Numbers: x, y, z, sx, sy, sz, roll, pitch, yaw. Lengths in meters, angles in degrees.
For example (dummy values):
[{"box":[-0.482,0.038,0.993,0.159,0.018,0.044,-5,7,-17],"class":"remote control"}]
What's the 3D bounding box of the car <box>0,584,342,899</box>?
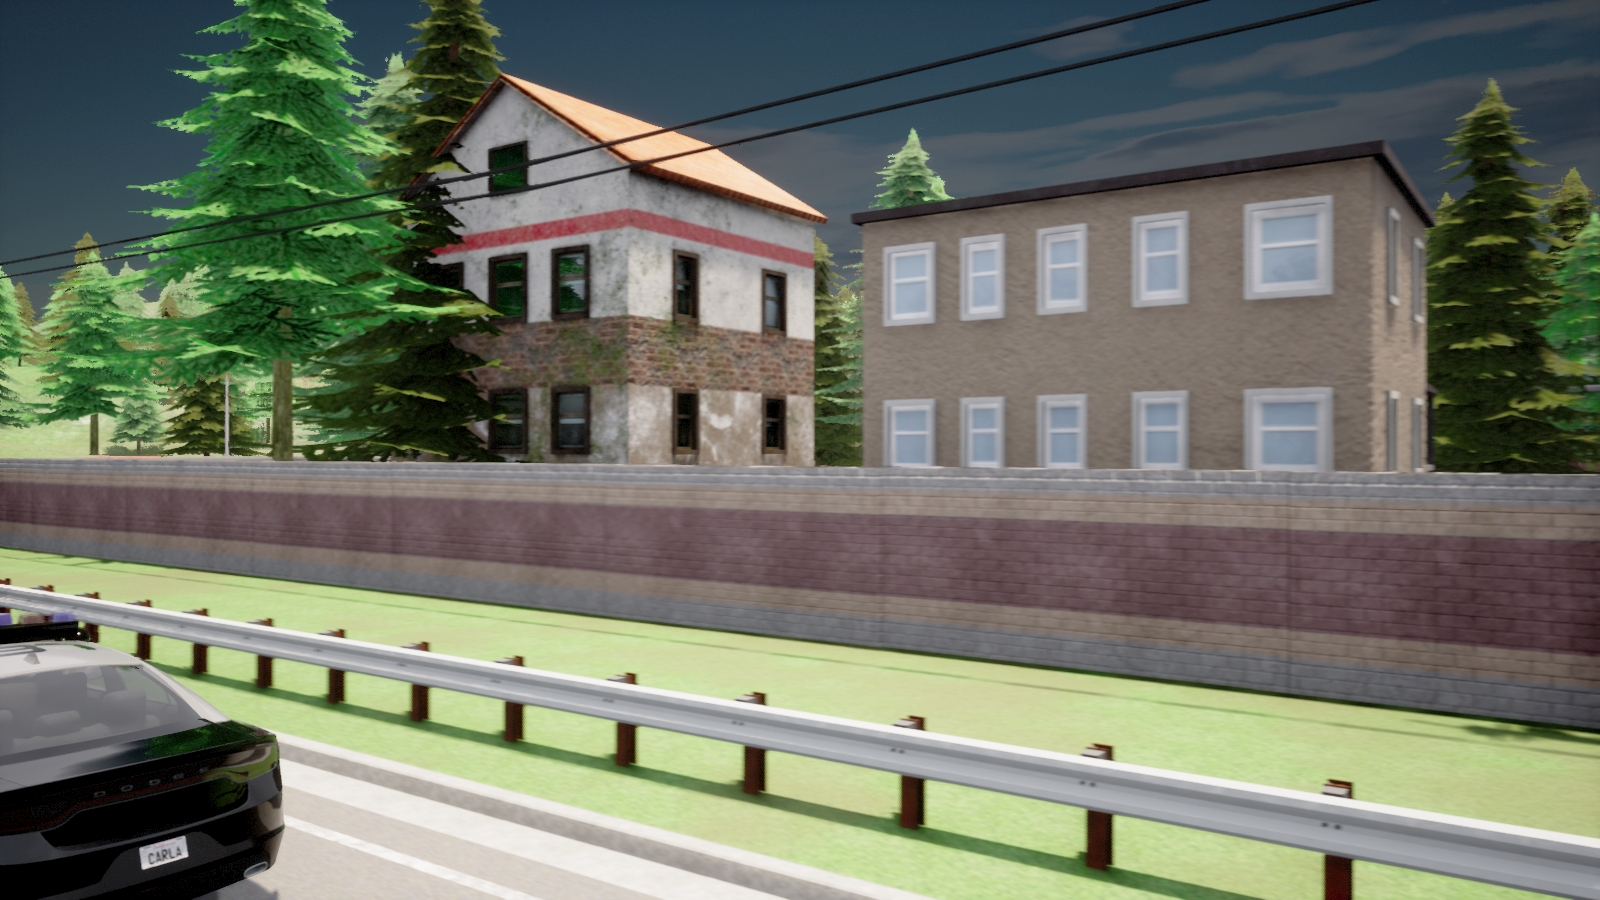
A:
[{"box":[-5.571,1.982,7.686,5.238,1.638,2.097,0,0,35],"class":"car"}]
